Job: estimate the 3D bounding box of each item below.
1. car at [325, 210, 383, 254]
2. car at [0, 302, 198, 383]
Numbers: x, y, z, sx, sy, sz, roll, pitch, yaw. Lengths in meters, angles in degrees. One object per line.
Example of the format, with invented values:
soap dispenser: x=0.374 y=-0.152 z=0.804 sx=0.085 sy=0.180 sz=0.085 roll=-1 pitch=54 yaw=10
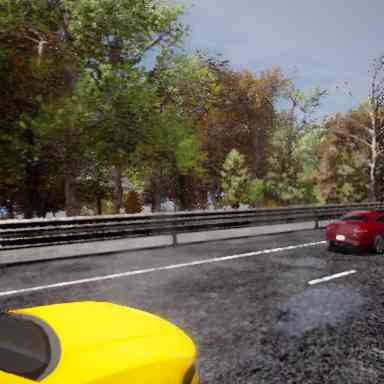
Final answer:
car: x=7.170 y=1.458 z=13.236 sx=4.674 sy=1.442 sz=1.812 roll=0 pitch=0 yaw=-36
car: x=-2.224 y=1.482 z=2.170 sx=5.008 sy=1.535 sz=1.882 roll=0 pitch=0 yaw=-35
